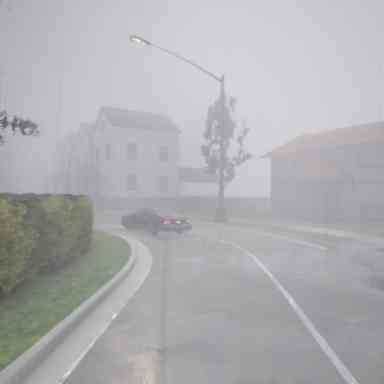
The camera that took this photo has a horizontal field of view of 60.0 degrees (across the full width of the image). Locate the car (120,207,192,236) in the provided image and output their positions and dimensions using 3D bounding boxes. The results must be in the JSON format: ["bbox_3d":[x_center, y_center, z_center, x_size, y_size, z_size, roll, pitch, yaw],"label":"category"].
[{"bbox_3d":[-2.151,1.531,18.616,2.033,1.411,5.357,1,0,-35],"label":"car"}]
